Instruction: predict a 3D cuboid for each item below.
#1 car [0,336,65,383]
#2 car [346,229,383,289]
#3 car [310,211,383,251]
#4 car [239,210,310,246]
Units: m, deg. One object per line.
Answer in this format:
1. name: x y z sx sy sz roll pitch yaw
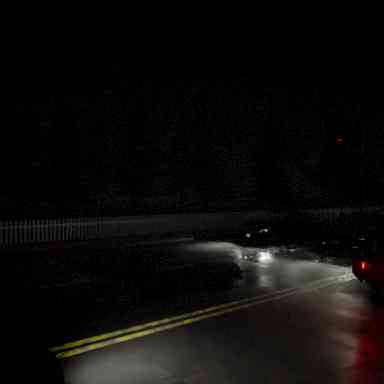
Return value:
1. car: -3.048 1.516 1.595 4.674 1.442 1.812 0 0 -36
2. car: 5.969 1.651 8.023 4.718 1.301 1.895 0 0 -35
3. car: 7.218 1.552 13.451 5.008 1.535 1.882 0 0 -36
4. car: 4.310 1.594 15.657 4.674 1.442 1.812 0 0 -36
